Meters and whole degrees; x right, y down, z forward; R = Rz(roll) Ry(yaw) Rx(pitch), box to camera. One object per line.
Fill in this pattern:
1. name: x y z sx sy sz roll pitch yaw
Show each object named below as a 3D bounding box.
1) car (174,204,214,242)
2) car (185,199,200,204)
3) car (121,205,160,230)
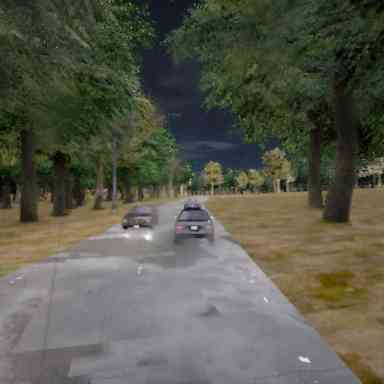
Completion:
1. car: 0.090 1.542 16.366 2.033 1.411 5.357 0 0 0
2. car: 0.080 1.541 40.430 1.994 1.385 4.181 0 0 0
3. car: -3.106 1.542 21.241 2.033 1.411 5.357 0 0 0
